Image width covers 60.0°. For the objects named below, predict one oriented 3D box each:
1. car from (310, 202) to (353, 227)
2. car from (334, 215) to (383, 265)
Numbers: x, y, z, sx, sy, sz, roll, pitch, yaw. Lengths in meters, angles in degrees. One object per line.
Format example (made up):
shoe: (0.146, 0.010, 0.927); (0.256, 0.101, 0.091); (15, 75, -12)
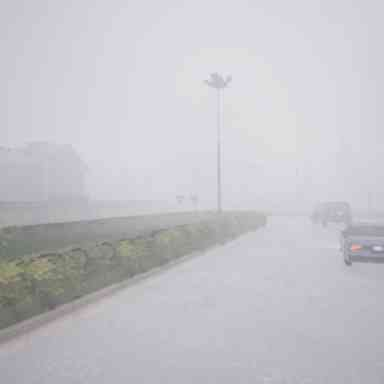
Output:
car: (11.704, 1.823, 28.091); (2.150, 2.045, 5.566); (0, -1, 7)
car: (6.569, 1.804, 12.369); (2.033, 1.411, 5.357); (-1, -2, 22)
